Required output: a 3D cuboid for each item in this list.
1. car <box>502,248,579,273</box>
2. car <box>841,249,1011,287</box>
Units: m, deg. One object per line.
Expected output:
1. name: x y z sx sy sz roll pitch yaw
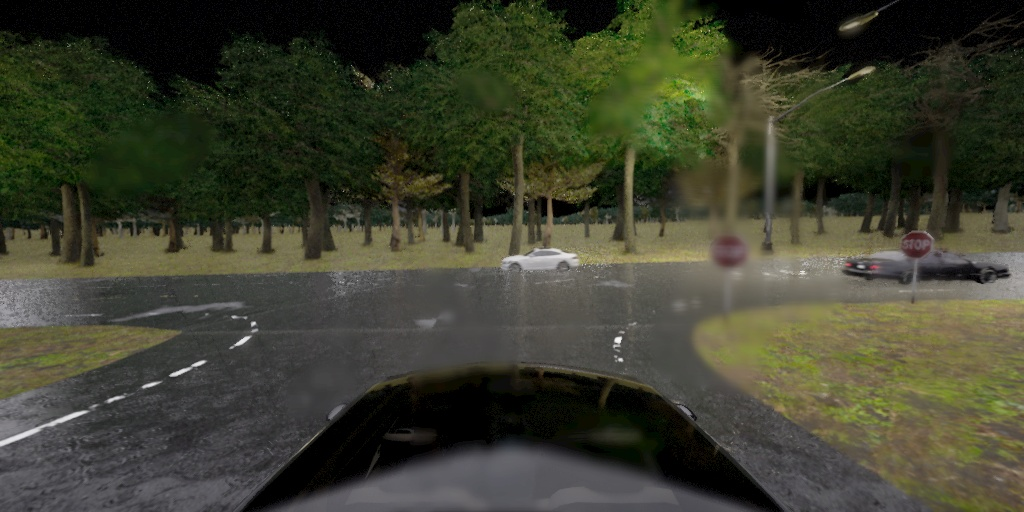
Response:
1. car: 1.724 0.243 21.905 4.674 1.442 1.812 -1 5 0
2. car: 17.037 0.421 14.945 5.357 1.411 2.033 -2 5 0
